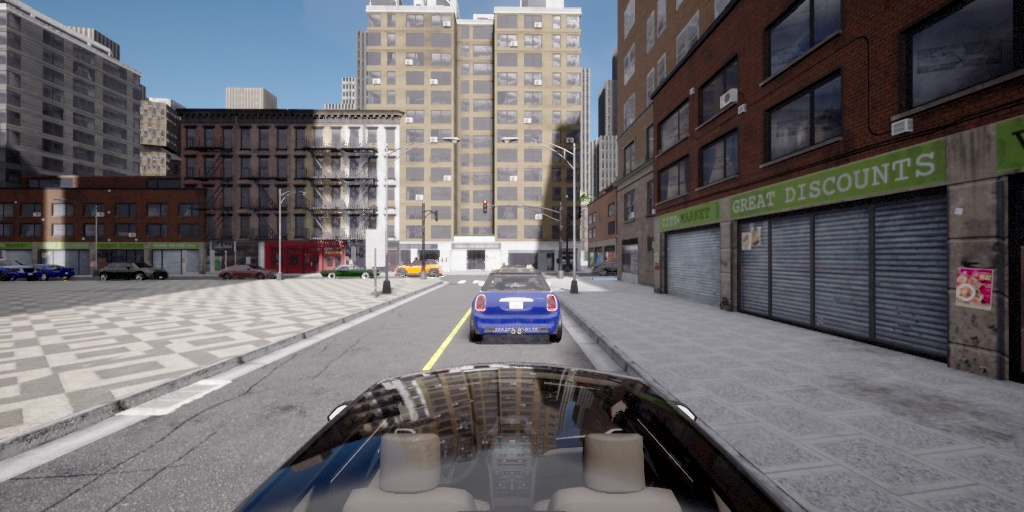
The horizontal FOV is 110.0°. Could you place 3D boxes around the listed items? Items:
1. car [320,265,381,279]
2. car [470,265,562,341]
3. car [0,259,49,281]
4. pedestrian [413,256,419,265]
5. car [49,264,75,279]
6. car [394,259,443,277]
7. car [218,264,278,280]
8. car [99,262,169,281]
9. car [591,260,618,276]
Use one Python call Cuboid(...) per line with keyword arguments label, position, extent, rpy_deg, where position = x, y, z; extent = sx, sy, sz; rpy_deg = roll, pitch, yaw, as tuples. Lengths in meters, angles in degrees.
Cuboid(label="car", position=(-14.268, 1.441, 31.948), extent=(4.718, 1.301, 1.895), rpy_deg=(0, 0, -1))
Cuboid(label="car", position=(0.086, 1.101, 9.979), extent=(2.097, 1.767, 4.553), rpy_deg=(0, 0, 0))
Cuboid(label="car", position=(-45.156, 1.262, 31.542), extent=(5.566, 2.045, 2.150), rpy_deg=(0, 0, 0))
Cuboid(label="pedestrian", position=(-10.244, 0.968, 38.247), extent=(0.375, 1.860, 0.375), rpy_deg=(0, 0, -1))
Cuboid(label="car", position=(-45.529, 1.529, 34.635), extent=(5.008, 1.535, 1.882), rpy_deg=(0, 0, -1))
Cuboid(label="car", position=(-9.137, 1.161, 35.226), extent=(4.553, 1.767, 2.097), rpy_deg=(0, 0, -1))
Cuboid(label="car", position=(-23.338, 1.432, 31.830), extent=(4.674, 1.442, 1.812), rpy_deg=(0, 0, -1))
Cuboid(label="car", position=(-33.287, 1.323, 31.671), extent=(4.553, 1.767, 2.097), rpy_deg=(0, 0, -1))
Cuboid(label="car", position=(10.342, 1.128, 35.485), extent=(4.902, 1.511, 2.128), rpy_deg=(-1, 0, -2))
